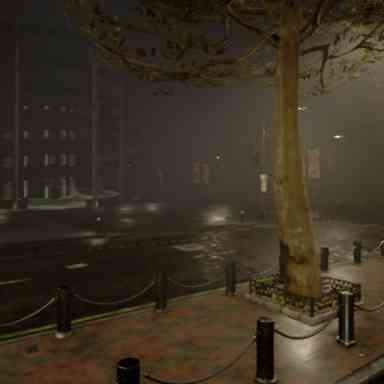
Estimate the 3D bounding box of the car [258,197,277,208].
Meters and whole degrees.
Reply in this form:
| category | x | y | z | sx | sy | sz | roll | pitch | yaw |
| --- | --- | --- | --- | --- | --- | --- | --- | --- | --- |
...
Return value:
| category | x | y | z | sx | sy | sz | roll | pitch | yaw |
| --- | --- | --- | --- | --- | --- | --- | --- | --- | --- |
| car | 11.960 | 1.577 | 49.099 | 1.882 | 1.535 | 5.008 | 0 | 0 | -35 |

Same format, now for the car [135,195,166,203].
| category | x | y | z | sx | sy | sz | roll | pitch | yaw |
| --- | --- | --- | --- | --- | --- | --- | --- | --- | --- |
| car | -9.063 | 1.625 | 72.316 | 5.357 | 1.411 | 2.033 | 0 | 0 | 30 |

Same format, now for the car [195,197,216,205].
| category | x | y | z | sx | sy | sz | roll | pitch | yaw |
| --- | --- | --- | --- | --- | --- | --- | --- | --- | --- |
| car | 2.518 | 1.663 | 62.115 | 1.994 | 1.385 | 4.181 | 0 | 0 | -37 |

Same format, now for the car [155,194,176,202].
| category | x | y | z | sx | sy | sz | roll | pitch | yaw |
| --- | --- | --- | --- | --- | --- | --- | --- | --- | --- |
| car | -6.262 | 1.461 | 78.754 | 4.553 | 1.767 | 2.097 | 0 | 0 | 26 |

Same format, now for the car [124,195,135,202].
| category | x | y | z | sx | sy | sz | roll | pitch | yaw |
| --- | --- | --- | --- | --- | --- | --- | --- | --- | --- |
| car | -16.617 | 1.559 | 79.097 | 4.674 | 1.442 | 1.812 | 0 | 0 | 12 |

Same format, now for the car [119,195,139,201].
| category | x | y | z | sx | sy | sz | roll | pitch | yaw |
| --- | --- | --- | --- | --- | --- | --- | --- | --- | --- |
| car | -15.656 | 1.556 | 82.462 | 4.674 | 1.442 | 1.812 | 0 | 0 | 12 |

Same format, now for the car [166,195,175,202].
| category | x | y | z | sx | sy | sz | roll | pitch | yaw |
| --- | --- | --- | --- | --- | --- | --- | --- | --- | --- |
| car | -7.082 | 1.624 | 75.241 | 4.902 | 1.511 | 2.128 | 0 | 0 | 30 |
